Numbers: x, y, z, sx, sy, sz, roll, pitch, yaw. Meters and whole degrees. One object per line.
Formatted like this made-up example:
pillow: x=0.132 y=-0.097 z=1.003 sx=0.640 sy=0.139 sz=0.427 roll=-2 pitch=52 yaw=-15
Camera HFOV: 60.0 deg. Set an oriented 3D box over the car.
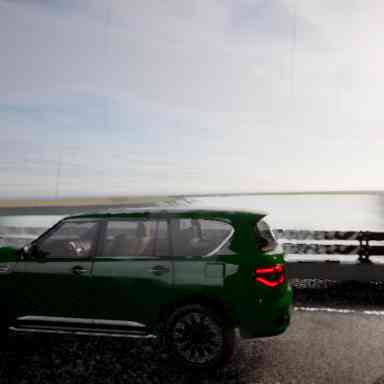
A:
car: x=-1.230 y=1.270 z=5.507 sx=5.566 sy=2.045 sz=2.150 roll=-1 pitch=0 yaw=11
